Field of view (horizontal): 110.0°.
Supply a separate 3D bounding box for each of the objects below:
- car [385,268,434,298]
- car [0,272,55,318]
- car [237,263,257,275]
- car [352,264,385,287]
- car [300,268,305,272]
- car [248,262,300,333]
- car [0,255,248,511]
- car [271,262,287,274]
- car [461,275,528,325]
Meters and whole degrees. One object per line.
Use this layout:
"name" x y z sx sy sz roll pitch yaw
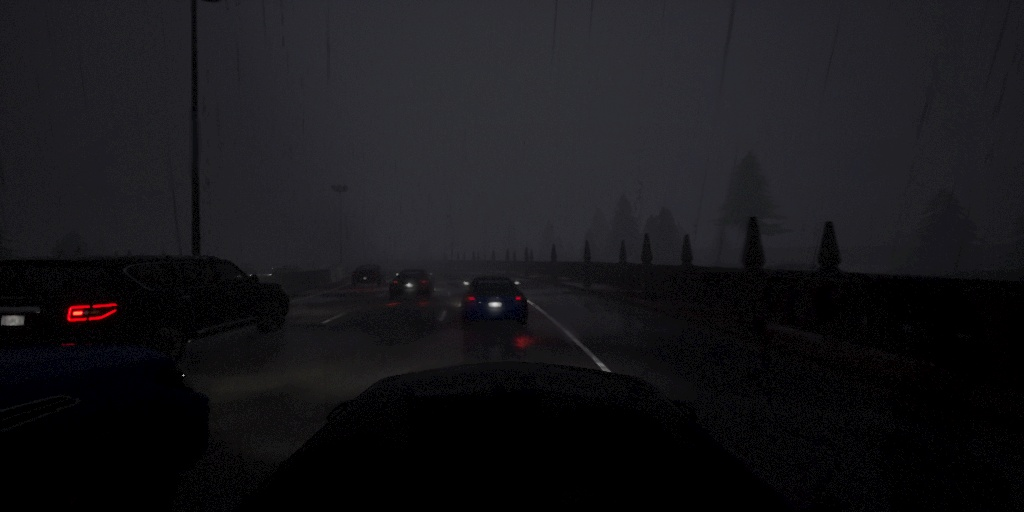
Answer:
"car" -5.151 1.361 18.805 1.994 1.385 4.181 0 0 -10
"car" -18.332 1.356 11.353 1.837 1.490 4.892 0 0 -7
"car" -35.115 1.663 47.527 1.812 1.442 4.674 0 0 -32
"car" -10.297 1.322 26.052 1.882 1.535 5.008 0 0 -14
"car" -19.467 1.490 31.437 1.994 1.385 4.181 0 0 -20
"car" -7.238 1.010 7.753 2.150 2.045 5.566 0 0 -4
"car" -3.499 0.985 0.441 2.150 2.045 5.566 0 0 1
"car" -32.724 1.648 50.294 1.812 1.442 4.674 0 0 -33
"car" -0.644 1.327 11.932 1.994 1.385 4.181 0 0 -5
